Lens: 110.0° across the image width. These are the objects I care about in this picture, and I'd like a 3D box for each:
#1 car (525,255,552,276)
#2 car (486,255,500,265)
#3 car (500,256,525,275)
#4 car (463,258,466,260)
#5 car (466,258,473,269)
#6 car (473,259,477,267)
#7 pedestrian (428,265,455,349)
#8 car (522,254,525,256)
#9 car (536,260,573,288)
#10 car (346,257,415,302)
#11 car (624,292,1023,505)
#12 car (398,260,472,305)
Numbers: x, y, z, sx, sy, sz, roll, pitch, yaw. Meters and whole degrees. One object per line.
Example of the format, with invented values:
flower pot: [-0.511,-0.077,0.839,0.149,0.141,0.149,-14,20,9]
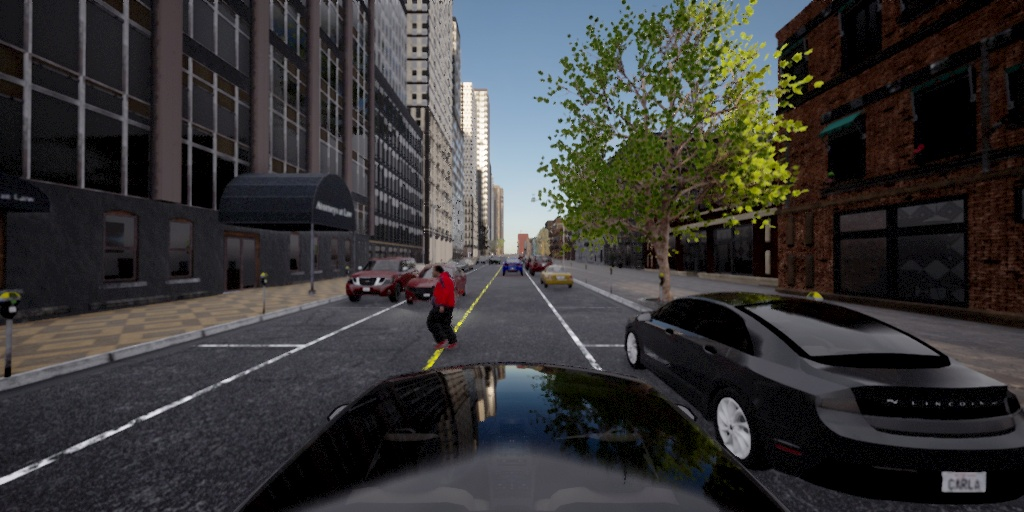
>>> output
car: [2.684,0.851,33.146,2.192,1.841,5.009,0,0,0]
car: [-3.018,0.660,63.500,2.097,1.767,4.553,0,1,0]
car: [0.085,1.002,35.030,1.882,1.535,5.008,0,-1,1]
car: [-5.697,1.062,32.971,1.751,1.417,4.829,0,0,0]
car: [-5.699,1.063,38.689,1.948,1.339,4.313,0,0,0]
car: [-5.700,0.982,44.064,1.751,1.417,4.829,0,0,0]
pedestrian: [-1.464,1.007,7.445,0.375,1.860,0.375,1,-1,-4]
car: [2.681,0.771,44.239,2.192,1.841,5.009,0,0,0]
car: [2.687,1.140,22.224,1.751,1.417,4.829,0,0,0]
car: [-5.693,0.967,16.504,2.192,1.841,5.009,0,0,0]
car: [2.999,1.236,4.802,1.837,1.490,4.892,0,0,0]
car: [-3.104,1.136,15.559,1.882,1.535,5.008,0,0,0]
